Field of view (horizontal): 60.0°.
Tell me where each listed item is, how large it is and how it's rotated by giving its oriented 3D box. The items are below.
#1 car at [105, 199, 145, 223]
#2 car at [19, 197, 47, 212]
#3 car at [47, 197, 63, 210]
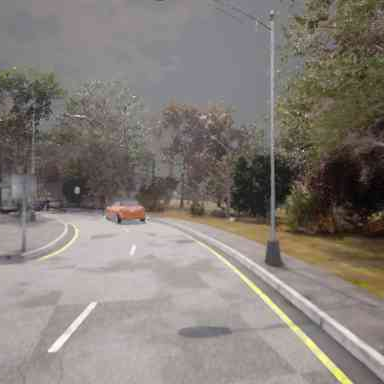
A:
[{"bbox_3d":[-5.249,1.358,25.682,2.097,1.767,4.553,0,0,-27],"label":"car"},{"bbox_3d":[-18.121,1.364,36.234,4.892,1.490,1.837,1,0,41],"label":"car"},{"bbox_3d":[-16.913,1.338,38.653,4.902,1.511,2.128,2,1,39],"label":"car"}]
